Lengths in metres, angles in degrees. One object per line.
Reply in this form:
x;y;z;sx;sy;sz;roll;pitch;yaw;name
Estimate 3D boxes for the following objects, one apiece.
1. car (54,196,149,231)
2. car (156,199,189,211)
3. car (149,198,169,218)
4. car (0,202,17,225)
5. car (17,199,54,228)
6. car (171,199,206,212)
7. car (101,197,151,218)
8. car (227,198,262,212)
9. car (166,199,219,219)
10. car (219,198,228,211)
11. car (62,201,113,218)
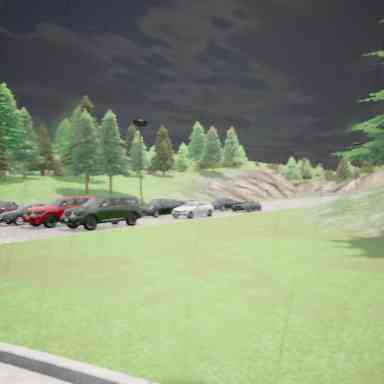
-5.835;1.314;22.125;2.150;2.045;5.566;-1;0;38;car
-2.534;1.645;43.499;1.994;1.385;4.181;-1;0;38;car
-3.101;1.425;31.363;2.097;1.767;4.553;-1;0;38;car
-12.084;1.674;25.488;1.837;1.490;4.892;-1;0;38;car
-8.977;1.353;23.790;2.150;2.045;5.566;-1;0;38;car
-0.378;1.617;40.566;1.994;1.385;4.181;-1;0;38;car
-6.458;1.466;32.745;2.097;1.767;4.553;-1;0;38;car
6.217;1.537;37.645;1.994;1.385;4.181;-1;0;38;car
0.147;1.559;29.838;1.812;1.442;4.674;-1;0;38;car
3.805;1.509;40.248;1.837;1.490;4.892;-1;0;38;car
-10.402;1.686;33.344;1.812;1.442;4.674;-1;0;38;car
